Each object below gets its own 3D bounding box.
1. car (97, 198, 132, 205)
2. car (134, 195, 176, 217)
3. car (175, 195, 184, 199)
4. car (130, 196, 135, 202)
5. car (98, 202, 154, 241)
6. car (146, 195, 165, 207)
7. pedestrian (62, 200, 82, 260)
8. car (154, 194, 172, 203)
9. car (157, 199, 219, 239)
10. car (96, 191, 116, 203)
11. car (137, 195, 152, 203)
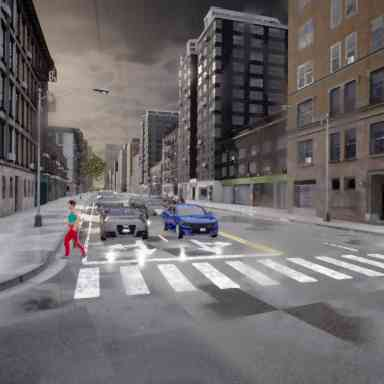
[{"bbox_3d":[-5.684,1.363,24.022,1.895,1.301,4.718,1,0,-16],"label":"car"},{"bbox_3d":[-3.062,1.272,26.658,2.128,1.511,4.902,1,0,-16],"label":"car"},{"bbox_3d":[-2.166,1.212,47.536,1.812,1.442,4.674,1,0,-15],"label":"car"},{"bbox_3d":[-5.893,1.204,36.529,1.837,1.490,4.892,1,0,-16],"label":"car"},{"bbox_3d":[-3.260,1.393,15.599,1.994,1.385,4.181,1,0,-16],"label":"car"},{"bbox_3d":[-5.200,1.161,46.364,1.837,1.490,4.892,1,0,-16],"label":"car"},{"bbox_3d":[-3.662,1.141,10.199,0.375,1.860,0.375,1,0,-16],"label":"pedestrian"},{"bbox_3d":[-4.991,1.147,57.196,2.033,1.411,5.357,1,0,-16],"label":"car"},{"bbox_3d":[-0.220,1.337,16.797,1.882,1.535,5.008,1,0,-16],"label":"car"},{"bbox_3d":[-8.448,1.035,33.660,2.097,1.767,4.553,1,0,-16],"label":"car"},{"bbox_3d":[-8.122,1.167,56.326,1.895,1.301,4.718,1,0,-16],"label":"car"}]
